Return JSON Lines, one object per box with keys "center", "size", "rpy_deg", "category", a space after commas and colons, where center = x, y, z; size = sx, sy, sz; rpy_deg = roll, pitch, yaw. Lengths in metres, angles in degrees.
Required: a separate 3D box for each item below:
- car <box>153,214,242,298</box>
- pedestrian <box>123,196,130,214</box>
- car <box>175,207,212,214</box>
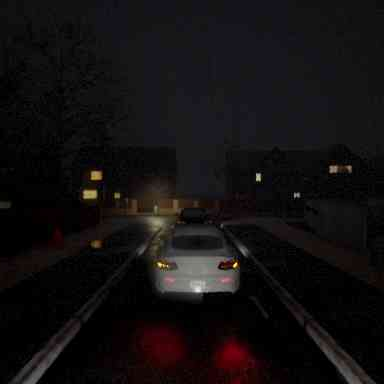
{"center": [0.109, 1.522, 8.361], "size": [1.812, 1.442, 4.674], "rpy_deg": [0, 0, 0], "category": "car"}
{"center": [-6.691, 1.340, 33.760], "size": [0.375, 1.860, 0.375], "rpy_deg": [0, -1, 1], "category": "pedestrian"}
{"center": [0.076, 1.517, 17.549], "size": [1.812, 1.442, 4.674], "rpy_deg": [0, 0, -1], "category": "car"}
